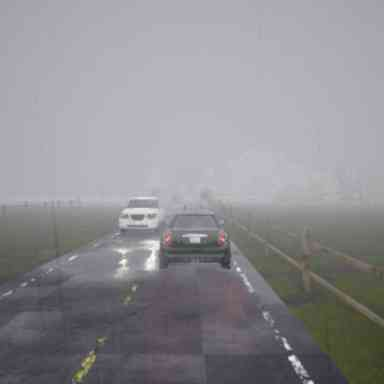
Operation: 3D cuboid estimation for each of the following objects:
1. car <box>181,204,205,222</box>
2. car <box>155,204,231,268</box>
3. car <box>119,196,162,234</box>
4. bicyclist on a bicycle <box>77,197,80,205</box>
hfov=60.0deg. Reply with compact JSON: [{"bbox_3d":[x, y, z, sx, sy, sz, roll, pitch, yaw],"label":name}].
[{"bbox_3d":[0.092,1.694,27.999,1.895,1.301,4.718,0,0,0],"label":"car"},{"bbox_3d":[0.089,1.391,11.542,2.097,1.767,4.553,0,0,0],"label":"car"},{"bbox_3d":[-2.855,1.289,20.151,2.150,2.045,5.566,0,0,0],"label":"car"},{"bbox_3d":[-22.523,1.724,66.093,0.582,1.620,1.656,0,0,0],"label":"bicyclist on a bicycle"}]
